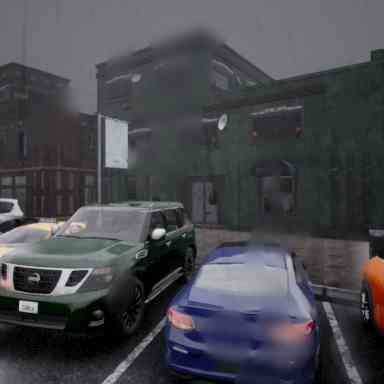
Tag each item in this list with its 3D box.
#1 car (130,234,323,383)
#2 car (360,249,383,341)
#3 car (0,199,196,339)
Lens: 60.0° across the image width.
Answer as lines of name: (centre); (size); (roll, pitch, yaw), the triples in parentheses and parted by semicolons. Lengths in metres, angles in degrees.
car: (0.975, 1.526, 5.399); (2.002, 1.452, 4.674); (0, -1, 15)
car: (3.439, 1.360, 3.695); (2.185, 1.767, 4.553); (1, -1, 15)
car: (-1.457, 1.236, 7.118); (2.435, 2.045, 5.566); (1, -1, 15)
